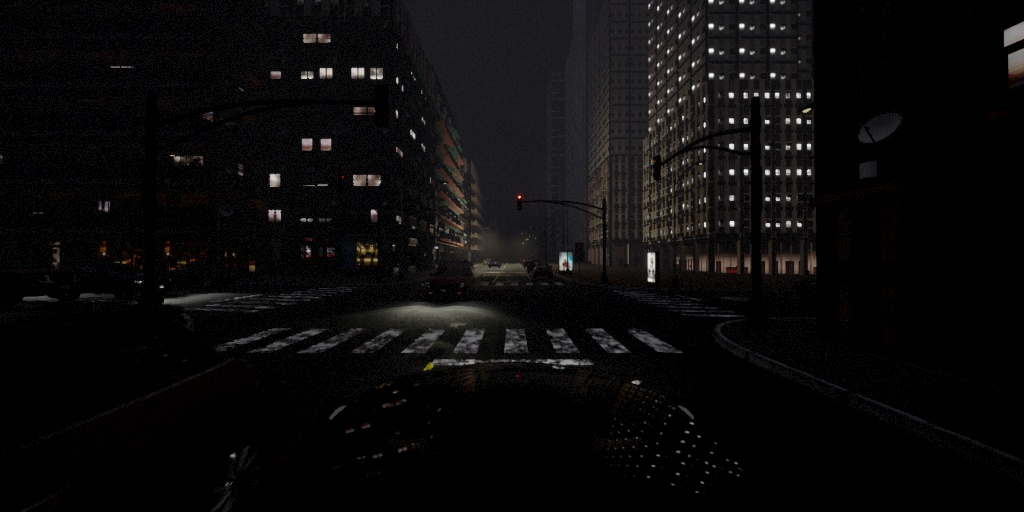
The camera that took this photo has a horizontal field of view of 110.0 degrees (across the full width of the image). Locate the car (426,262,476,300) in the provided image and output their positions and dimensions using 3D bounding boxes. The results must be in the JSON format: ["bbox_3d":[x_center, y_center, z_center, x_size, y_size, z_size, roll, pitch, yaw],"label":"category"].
[{"bbox_3d":[-2.960,1.235,18.081,1.882,1.535,5.008,0,0,0],"label":"car"}]

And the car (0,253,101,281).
[{"bbox_3d":[-18.744,0.784,12.990,5.009,1.841,2.192,0,0,0],"label":"car"}]

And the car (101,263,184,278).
[{"bbox_3d":[-17.582,1.033,15.610,4.674,1.442,1.812,1,0,0],"label":"car"}]

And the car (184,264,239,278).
[{"bbox_3d":[-18.745,1.104,21.370,4.313,1.339,1.948,0,0,0],"label":"car"}]

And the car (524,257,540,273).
[{"bbox_3d":[2.795,1.208,43.545,1.967,1.591,4.097,0,0,0],"label":"car"}]

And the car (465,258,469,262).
[{"bbox_3d":[-5.600,1.079,38.039,2.192,1.841,5.009,0,0,0],"label":"car"}]

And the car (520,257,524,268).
[{"bbox_3d":[2.836,1.221,60.127,1.967,1.591,4.097,0,0,0],"label":"car"}]

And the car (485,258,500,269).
[{"bbox_3d":[-2.861,1.283,58.161,1.812,1.442,4.674,0,0,0],"label":"car"}]

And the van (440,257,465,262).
[{"bbox_3d":[-5.613,1.102,32.511,1.690,1.789,3.998,0,0,0],"label":"van"}]

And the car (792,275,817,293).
[{"bbox_3d":[19.443,1.644,21.679,4.403,1.370,2.007,0,0,0],"label":"car"}]

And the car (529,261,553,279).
[{"bbox_3d":[2.768,1.343,32.489,1.802,1.307,4.207,0,0,0],"label":"car"}]

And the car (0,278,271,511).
[{"bbox_3d":[-3.002,1.101,0.971,2.097,1.767,4.553,0,0,0],"label":"car"}]
